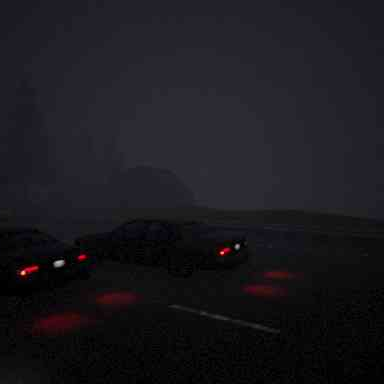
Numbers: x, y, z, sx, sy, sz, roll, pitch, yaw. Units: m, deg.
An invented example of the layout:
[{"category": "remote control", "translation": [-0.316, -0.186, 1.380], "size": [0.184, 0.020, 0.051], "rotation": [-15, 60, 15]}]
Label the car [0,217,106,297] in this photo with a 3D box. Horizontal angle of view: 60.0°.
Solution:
[{"category": "car", "translation": [-4.813, 1.482, 7.877], "size": [5.357, 1.411, 2.033], "rotation": [0, 1, 30]}]

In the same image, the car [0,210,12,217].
[{"category": "car", "translation": [-13.716, 1.444, 21.033], "size": [4.718, 1.301, 1.895], "rotation": [0, 1, 27]}]

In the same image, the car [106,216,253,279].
[{"category": "car", "translation": [-1.016, 1.420, 9.581], "size": [5.357, 1.411, 2.033], "rotation": [0, 1, 31]}]
